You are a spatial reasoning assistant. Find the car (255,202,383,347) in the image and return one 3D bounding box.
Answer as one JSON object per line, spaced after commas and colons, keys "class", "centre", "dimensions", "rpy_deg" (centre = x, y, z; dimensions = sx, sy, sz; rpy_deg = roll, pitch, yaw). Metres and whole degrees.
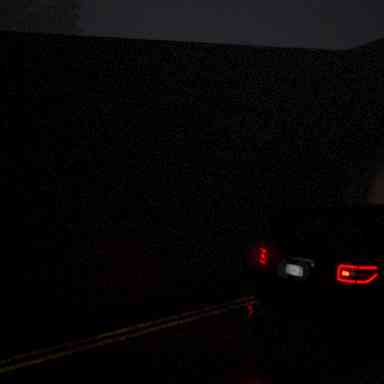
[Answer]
{"class": "car", "centre": [3.665, 1.222, 6.363], "dimensions": [5.566, 2.045, 2.150], "rpy_deg": [0, 0, -35]}
